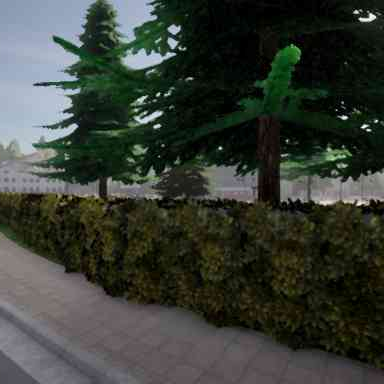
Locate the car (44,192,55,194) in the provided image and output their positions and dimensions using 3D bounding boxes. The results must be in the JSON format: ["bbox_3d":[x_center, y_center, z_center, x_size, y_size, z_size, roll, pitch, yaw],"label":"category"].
[{"bbox_3d":[-36.271,0.891,82.780,4.605,1.855,1.932,0,0,-36],"label":"car"}]

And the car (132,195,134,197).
[{"bbox_3d":[-10.837,0.952,77.810,4.605,1.855,1.932,0,0,-36],"label":"car"}]

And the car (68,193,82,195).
[{"bbox_3d":[-23.824,1.169,64.083,3.633,1.501,1.845,0,0,-36],"label":"car"}]

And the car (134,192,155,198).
[{"bbox_3d":[-7.907,1.272,60.723,3.806,1.475,1.970,0,0,-36],"label":"car"}]

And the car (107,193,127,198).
[{"bbox_3d":[-20.306,0.969,90.340,5.027,1.636,2.152,0,0,-36],"label":"car"}]
